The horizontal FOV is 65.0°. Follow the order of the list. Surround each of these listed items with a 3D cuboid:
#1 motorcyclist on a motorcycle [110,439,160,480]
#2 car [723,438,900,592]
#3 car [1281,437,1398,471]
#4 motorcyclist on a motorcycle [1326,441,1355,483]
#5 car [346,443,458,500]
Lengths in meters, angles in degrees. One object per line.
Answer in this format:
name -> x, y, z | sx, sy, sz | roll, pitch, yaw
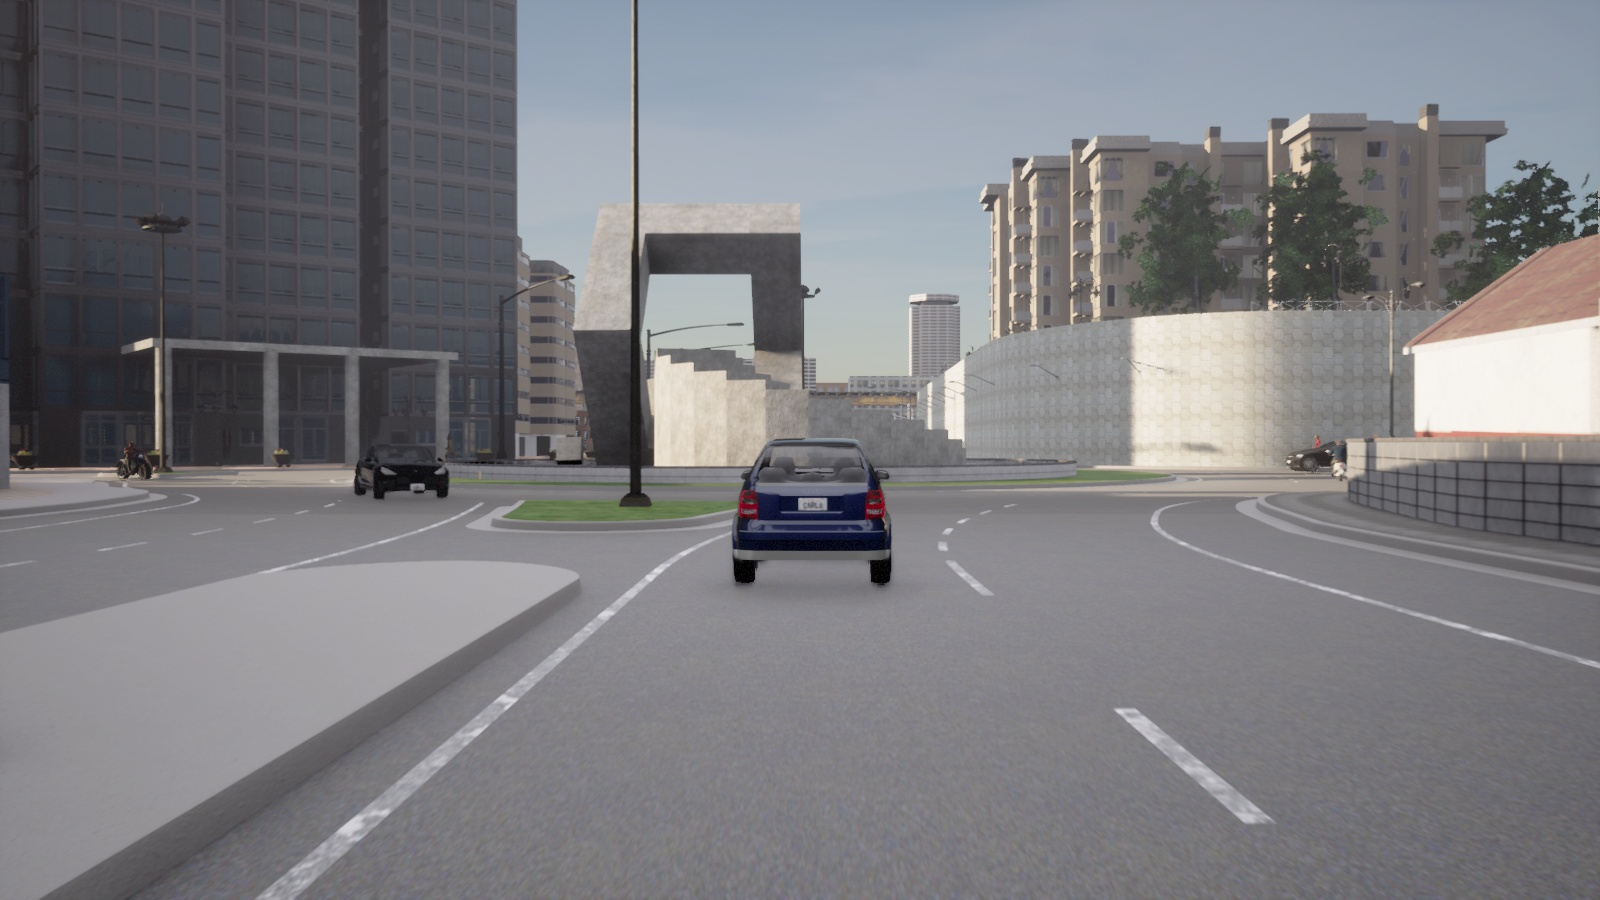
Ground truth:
motorcyclist on a motorcycle -> -27.342, 0.389, 51.599 | 2.350, 1.649, 0.766 | 0, 1, 34
car -> 0.172, 0.645, 14.534 | 1.789, 1.549, 3.705 | 0, 0, 2
car -> 27.296, 0.195, 63.673 | 5.027, 1.651, 2.152 | 0, 0, 3
motorcyclist on a motorcycle -> 20.914, 0.448, 48.646 | 0.866, 1.590, 1.817 | -1, 0, 19
car -> -11.257, 0.542, 35.273 | 2.163, 1.488, 4.792 | 0, 0, -28
